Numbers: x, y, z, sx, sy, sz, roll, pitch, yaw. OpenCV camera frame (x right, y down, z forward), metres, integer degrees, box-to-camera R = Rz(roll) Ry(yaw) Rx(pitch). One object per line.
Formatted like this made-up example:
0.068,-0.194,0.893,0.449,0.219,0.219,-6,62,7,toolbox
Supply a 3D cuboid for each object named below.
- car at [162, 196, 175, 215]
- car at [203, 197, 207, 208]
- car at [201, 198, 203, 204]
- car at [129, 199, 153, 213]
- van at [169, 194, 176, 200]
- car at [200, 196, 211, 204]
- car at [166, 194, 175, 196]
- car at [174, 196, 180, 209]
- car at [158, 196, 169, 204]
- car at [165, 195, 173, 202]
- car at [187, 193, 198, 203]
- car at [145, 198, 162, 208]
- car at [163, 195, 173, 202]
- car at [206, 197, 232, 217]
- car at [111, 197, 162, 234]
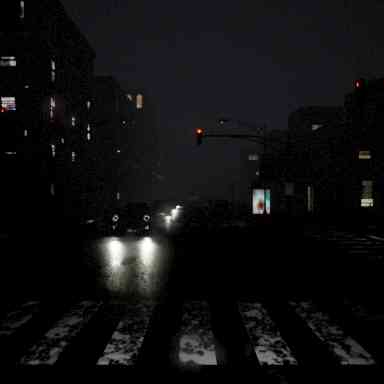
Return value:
-3.072,1.484,33.943,1.882,1.535,5.008,0,0,0,car
2.716,1.596,43.218,1.802,1.307,4.206,0,0,0,car
2.720,1.570,48.915,2.008,1.369,4.403,0,0,0,car
-5.669,1.560,37.515,2.008,1.369,4.403,0,0,0,car
-5.629,1.428,94.481,1.690,1.788,3.998,-1,0,0,van
2.733,1.590,66.005,2.008,1.369,4.403,-1,0,0,car
-3.023,1.520,57.171,2.128,1.511,4.902,0,0,0,car
-3.066,1.617,45.038,1.895,1.301,4.718,0,0,0,car
-5.648,1.564,65.828,1.752,1.417,4.829,0,0,0,car
-5.636,1.590,82.917,1.752,1.417,4.829,-1,0,0,car
0.137,1.267,70.537,2.150,2.045,5.566,0,0,0,car
-5.660,1.570,48.908,2.008,1.369,4.403,0,0,0,car
-5.641,1.496,77.391,1.967,1.590,4.097,0,0,0,car
2.707,1.445,31.824,1.967,1.590,4.097,0,0,0,car
-3.084,1.317,18.728,2.097,1.767,4.553,0,0,0,car
